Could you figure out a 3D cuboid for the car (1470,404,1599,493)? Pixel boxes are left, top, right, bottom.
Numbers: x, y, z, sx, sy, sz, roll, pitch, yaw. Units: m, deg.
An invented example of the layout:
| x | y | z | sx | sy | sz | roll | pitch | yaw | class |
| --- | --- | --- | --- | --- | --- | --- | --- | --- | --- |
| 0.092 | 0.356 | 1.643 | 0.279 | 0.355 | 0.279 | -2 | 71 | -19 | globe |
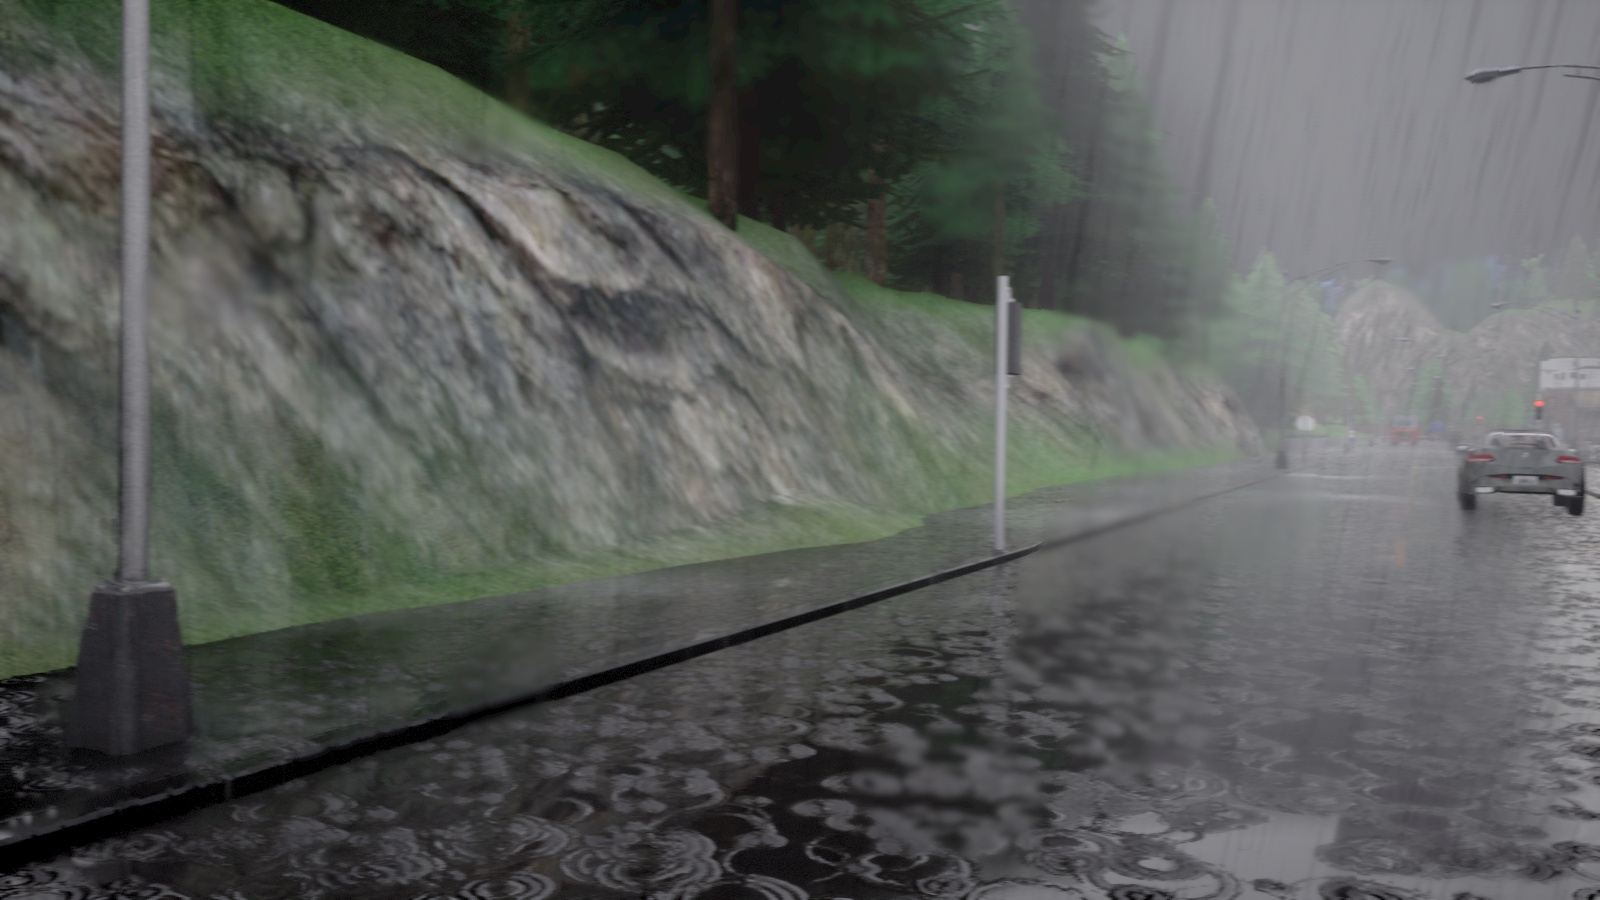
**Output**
| x | y | z | sx | sy | sz | roll | pitch | yaw | class |
| --- | --- | --- | --- | --- | --- | --- | --- | --- | --- |
| 15.204 | -0.081 | 26.099 | 2.152 | 1.651 | 5.027 | 0 | 1 | 27 | car |
